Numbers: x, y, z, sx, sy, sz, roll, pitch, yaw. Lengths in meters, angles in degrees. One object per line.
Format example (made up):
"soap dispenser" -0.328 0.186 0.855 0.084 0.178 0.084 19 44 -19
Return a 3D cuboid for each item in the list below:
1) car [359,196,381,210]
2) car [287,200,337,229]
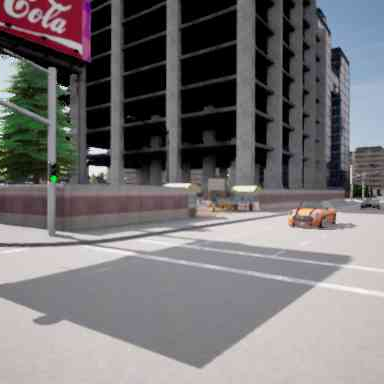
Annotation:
"car" 22.720 1.509 42.220 1.994 1.385 4.181 0 0 36
"car" 7.862 1.321 21.627 2.097 1.767 4.553 0 0 36
